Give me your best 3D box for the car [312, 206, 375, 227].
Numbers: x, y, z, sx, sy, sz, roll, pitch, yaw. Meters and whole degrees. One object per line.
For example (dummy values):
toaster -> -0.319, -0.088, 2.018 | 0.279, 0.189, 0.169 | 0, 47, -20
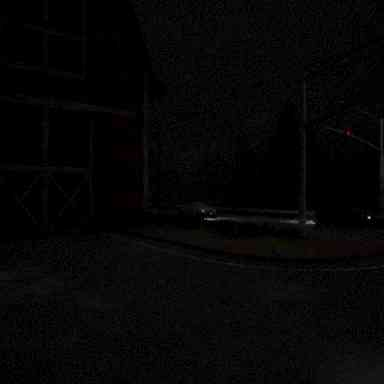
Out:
car -> 10.892, 1.722, 24.195 | 1.994, 1.385, 4.181 | 0, 0, -33

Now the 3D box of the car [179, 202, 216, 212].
car -> 0.458, 1.742, 32.983 | 1.812, 1.442, 4.674 | 0, 0, -35
